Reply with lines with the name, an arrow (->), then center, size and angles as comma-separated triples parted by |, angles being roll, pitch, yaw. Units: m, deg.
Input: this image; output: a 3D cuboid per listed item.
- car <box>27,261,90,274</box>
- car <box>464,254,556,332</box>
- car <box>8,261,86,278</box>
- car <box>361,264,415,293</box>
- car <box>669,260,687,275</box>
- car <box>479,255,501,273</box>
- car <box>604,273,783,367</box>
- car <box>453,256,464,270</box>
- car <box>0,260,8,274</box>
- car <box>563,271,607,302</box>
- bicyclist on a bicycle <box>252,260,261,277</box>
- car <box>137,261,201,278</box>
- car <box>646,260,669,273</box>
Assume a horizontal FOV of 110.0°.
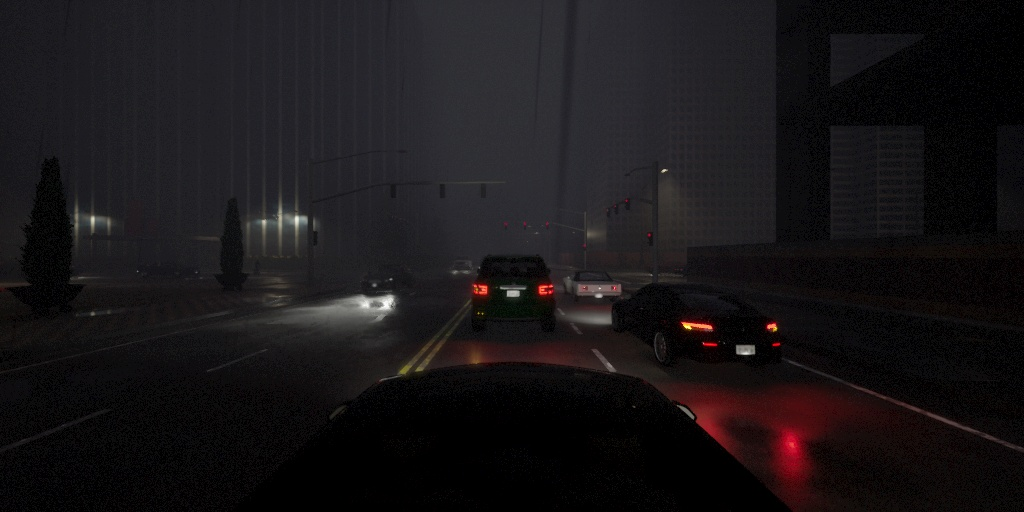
car -> -50.686, 1.276, 40.125 | 4.674, 1.442, 1.812 | 0, 0, 0
car -> 0.058, 0.971, 11.057 | 2.150, 2.045, 5.566 | 0, 0, 1
car -> -42.674, 1.313, 33.029 | 4.181, 1.385, 1.994 | 0, 0, -1
car -> -7.086, 1.241, 20.930 | 2.128, 1.511, 4.902 | 0, 0, 0
car -> 17.995, 1.297, 33.476 | 5.357, 1.411, 2.033 | 0, 0, 0
car -> -2.819, 0.974, 45.016 | 2.150, 2.045, 5.566 | 0, 0, -9
car -> 3.589, 1.276, 7.814 | 1.812, 1.442, 4.674 | 0, 0, 0
car -> -7.067, 0.971, 51.527 | 2.150, 2.045, 5.566 | 0, 0, 0
car -> -50.677, 1.314, 36.613 | 4.181, 1.385, 1.994 | 0, 0, 3
car -> 3.594, 1.351, 16.975 | 1.895, 1.301, 4.718 | 0, 0, 0
bicyclist on a bicycle -> -24.643, 1.203, 34.599 | 0.582, 1.620, 1.656 | 0, 0, -13
car -> -31.584, 1.241, 33.080 | 4.902, 1.511, 2.128 | 0, 0, 0
car -> 17.810, 1.228, 40.723 | 5.008, 1.535, 1.882 | 0, 0, 0
